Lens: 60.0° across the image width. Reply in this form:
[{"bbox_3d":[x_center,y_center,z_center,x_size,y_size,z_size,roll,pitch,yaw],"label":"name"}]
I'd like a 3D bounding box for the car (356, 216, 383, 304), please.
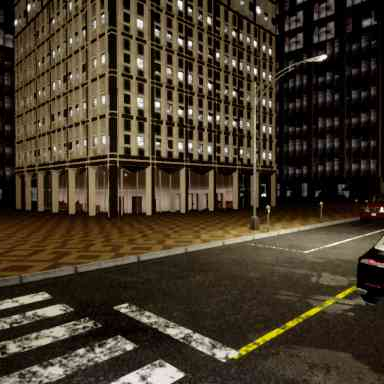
[{"bbox_3d":[5.080,1.410,6.937,4.902,1.511,2.128,-1,1,-44],"label":"car"}]

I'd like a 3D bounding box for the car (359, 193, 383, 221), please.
[{"bbox_3d":[12.799,1.022,21.877,5.009,1.841,2.192,-1,1,-44],"label":"car"}]
